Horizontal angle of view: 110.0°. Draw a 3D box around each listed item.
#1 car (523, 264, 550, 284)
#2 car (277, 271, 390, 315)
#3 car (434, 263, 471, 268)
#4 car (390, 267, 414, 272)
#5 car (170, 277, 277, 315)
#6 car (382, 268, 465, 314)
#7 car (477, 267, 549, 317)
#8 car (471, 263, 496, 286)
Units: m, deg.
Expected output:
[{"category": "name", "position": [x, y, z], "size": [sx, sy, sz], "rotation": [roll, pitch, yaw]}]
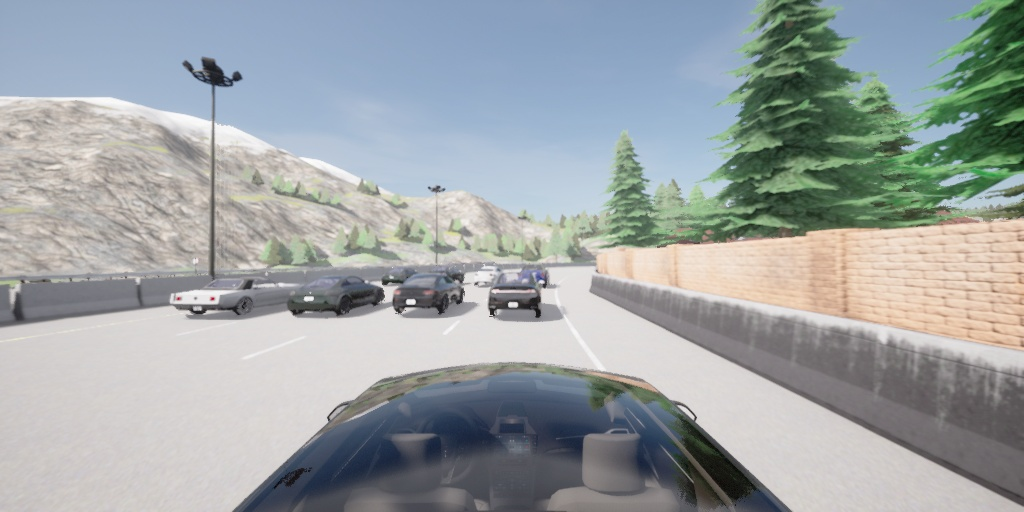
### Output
[{"category": "car", "position": [1.731, 1.366, 27.210], "size": [2.097, 1.767, 4.553], "rotation": [0, -1, 10]}, {"category": "car", "position": [-6.763, 1.444, 14.233], "size": [1.994, 1.385, 4.181], "rotation": [0, -1, 5]}, {"category": "car", "position": [-5.185, 1.518, 28.303], "size": [2.128, 1.511, 4.902], "rotation": [0, 0, 10]}, {"category": "car", "position": [-8.659, 1.594, 28.751], "size": [1.994, 1.385, 4.181], "rotation": [0, -1, 10]}, {"category": "car", "position": [-10.288, 1.479, 14.148], "size": [1.895, 1.301, 4.718], "rotation": [0, -1, 4]}, {"category": "car", "position": [-3.237, 1.407, 14.435], "size": [1.812, 1.442, 4.674], "rotation": [0, 0, 5]}, {"category": "car", "position": [0.225, 1.369, 13.856], "size": [2.128, 1.511, 4.902], "rotation": [0, 0, 5]}, {"category": "car", "position": [-1.650, 1.550, 28.184], "size": [1.812, 1.442, 4.674], "rotation": [0, 0, 10]}]
